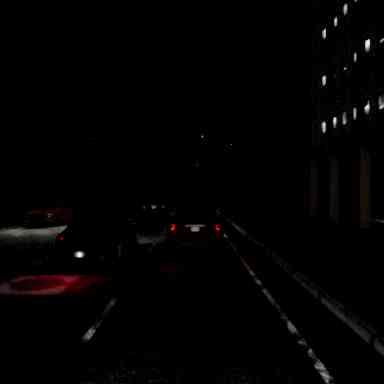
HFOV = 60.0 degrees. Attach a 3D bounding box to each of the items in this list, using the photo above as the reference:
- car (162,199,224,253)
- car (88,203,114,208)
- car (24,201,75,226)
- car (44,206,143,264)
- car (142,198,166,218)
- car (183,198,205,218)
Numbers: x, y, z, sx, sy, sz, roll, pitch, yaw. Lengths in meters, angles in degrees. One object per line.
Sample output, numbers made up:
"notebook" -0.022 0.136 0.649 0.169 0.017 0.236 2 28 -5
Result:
"car" 0.125 1.322 13.778 2.097 1.767 4.553 0 0 0
"car" -6.528 1.506 24.249 1.994 1.385 4.181 0 0 0
"car" -9.782 1.422 23.253 1.882 1.535 5.008 0 0 0
"car" -3.135 1.481 11.730 1.837 1.490 4.892 0 0 0
"car" -3.083 1.281 28.907 2.097 1.767 4.553 0 0 0
"car" 0.176 1.403 30.658 1.882 1.535 5.008 0 0 0
